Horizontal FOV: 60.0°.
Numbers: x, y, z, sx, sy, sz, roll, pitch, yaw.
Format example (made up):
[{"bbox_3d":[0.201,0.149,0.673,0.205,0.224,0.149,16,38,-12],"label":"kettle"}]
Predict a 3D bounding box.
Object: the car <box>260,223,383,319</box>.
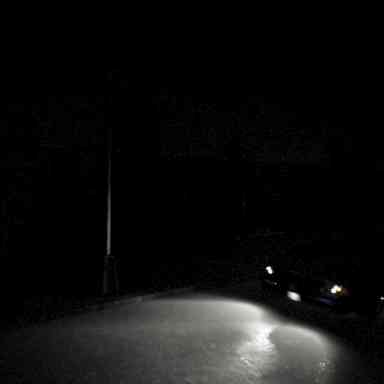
[{"bbox_3d":[3.981,1.428,7.270,5.357,1.411,2.033,0,2,-34],"label":"car"}]
